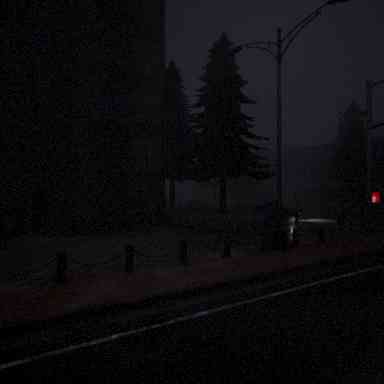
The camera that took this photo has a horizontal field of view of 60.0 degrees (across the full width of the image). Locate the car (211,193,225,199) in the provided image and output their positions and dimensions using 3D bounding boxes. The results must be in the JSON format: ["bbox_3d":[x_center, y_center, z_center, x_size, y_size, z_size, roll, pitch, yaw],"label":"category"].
[{"bbox_3d":[7.253,1.092,94.506,1.905,1.878,3.866,0,0,-37],"label":"car"}]

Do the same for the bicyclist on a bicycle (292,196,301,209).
[{"bbox_3d":[11.472,1.316,36.639,1.656,1.620,0.582,0,0,-37],"label":"bicyclist on a bicycle"}]

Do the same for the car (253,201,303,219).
[{"bbox_3d":[7.535,1.541,29.475,1.812,1.442,4.674,0,0,-38],"label":"car"}]

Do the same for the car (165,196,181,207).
[{"bbox_3d":[-3.591,1.616,50.451,1.895,1.301,4.718,0,0,-34],"label":"car"}]

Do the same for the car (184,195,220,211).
[{"bbox_3d":[1.330,1.493,37.662,1.882,1.535,5.008,0,0,-37],"label":"car"}]

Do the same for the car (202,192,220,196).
[{"bbox_3d":[5.165,1.113,92.444,1.932,1.855,4.605,0,0,-37],"label":"car"}]
